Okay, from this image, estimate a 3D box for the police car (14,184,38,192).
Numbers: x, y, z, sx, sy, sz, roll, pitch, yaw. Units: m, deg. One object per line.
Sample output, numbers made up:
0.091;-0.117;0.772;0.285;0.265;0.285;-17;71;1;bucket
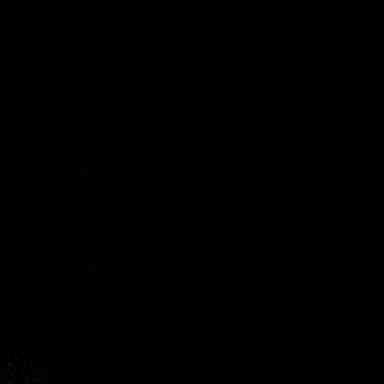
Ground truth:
-36.751;-0.855;73.601;1.930;1.638;5.238;0;0;35;police car
